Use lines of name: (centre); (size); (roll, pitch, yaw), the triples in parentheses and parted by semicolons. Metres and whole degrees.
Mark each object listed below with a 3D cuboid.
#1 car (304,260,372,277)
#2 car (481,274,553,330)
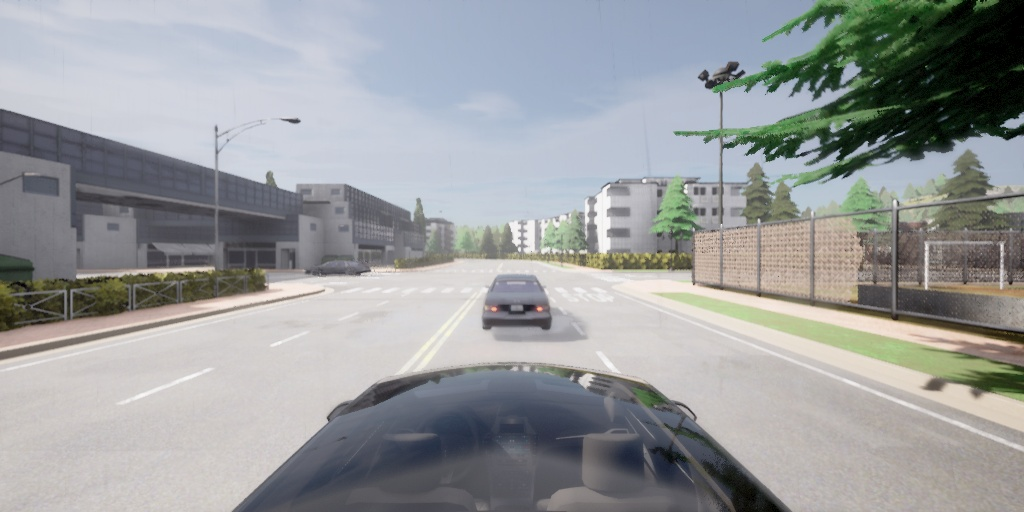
car: (-15.493, 1.103, 32.071); (5.357, 1.411, 2.033); (0, 0, -3)
car: (0.123, 1.240, 10.830); (2.033, 1.411, 5.357); (0, 0, 0)
